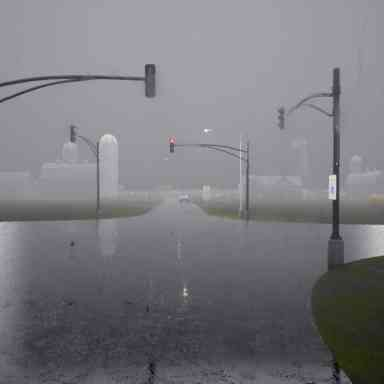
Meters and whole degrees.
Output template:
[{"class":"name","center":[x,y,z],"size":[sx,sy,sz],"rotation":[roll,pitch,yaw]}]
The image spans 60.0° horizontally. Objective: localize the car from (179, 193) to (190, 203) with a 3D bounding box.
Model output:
[{"class":"car","center":[-1.513,1.553,69.886],"size":[1.812,1.442,4.674],"rotation":[0,0,-3]}]

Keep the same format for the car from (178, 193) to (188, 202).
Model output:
[{"class":"car","center":[-2.097,1.189,79.920],"size":[2.150,2.045,5.566],"rotation":[0,0,-4]}]
